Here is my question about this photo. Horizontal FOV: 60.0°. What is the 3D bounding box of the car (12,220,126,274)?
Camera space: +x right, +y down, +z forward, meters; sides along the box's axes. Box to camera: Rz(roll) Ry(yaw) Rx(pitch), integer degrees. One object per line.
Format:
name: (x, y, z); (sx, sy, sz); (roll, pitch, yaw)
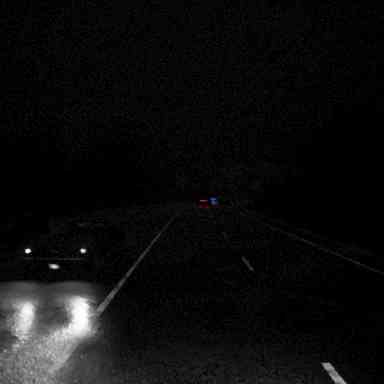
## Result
car: (-3.523, 1.614, 10.759); (1.895, 1.301, 4.718); (0, 0, 0)

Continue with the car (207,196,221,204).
car: (4.635, 1.694, 69.537); (1.882, 1.535, 5.008); (0, 0, 15)

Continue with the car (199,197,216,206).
car: (2.461, 1.712, 59.577); (2.128, 1.511, 4.902); (0, 0, 10)

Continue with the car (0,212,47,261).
car: (-7.004, 1.510, 12.373); (2.128, 1.511, 4.902); (0, 0, 0)

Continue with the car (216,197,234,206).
car: (5.942, 1.700, 59.183); (1.882, 1.535, 5.008); (0, 0, 10)

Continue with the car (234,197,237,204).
car: (8.143, 1.754, 69.117); (1.837, 1.490, 4.892); (0, 0, 15)
